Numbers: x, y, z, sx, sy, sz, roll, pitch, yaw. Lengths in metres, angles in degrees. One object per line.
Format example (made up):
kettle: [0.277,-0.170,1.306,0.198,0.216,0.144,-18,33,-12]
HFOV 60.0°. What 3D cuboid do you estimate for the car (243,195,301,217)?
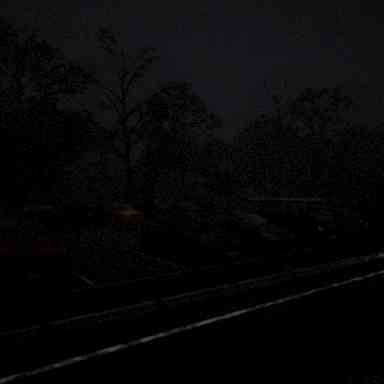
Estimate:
car: [8.068,1.332,34.025,2.435,2.045,5.566,1,-1,-35]

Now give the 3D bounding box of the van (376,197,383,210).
van: [30.642,1.751,50.292,1.878,1.987,4.442,1,-1,-35]

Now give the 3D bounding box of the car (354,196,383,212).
car: [26.215,1.647,46.959,2.435,2.045,5.566,1,-1,-35]

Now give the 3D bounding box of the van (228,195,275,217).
van: [5.727,1.318,32.535,1.878,1.987,4.442,1,-1,-35]

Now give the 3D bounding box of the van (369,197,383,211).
van: [28.521,1.712,48.494,1.878,1.987,4.442,1,-1,-35]

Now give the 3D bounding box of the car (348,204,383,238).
car: [6.596,1.486,16.984,2.163,1.488,4.792,0,0,-35]

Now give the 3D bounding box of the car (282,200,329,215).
car: [12.663,1.703,37.332,2.002,1.452,4.674,1,-1,-35]

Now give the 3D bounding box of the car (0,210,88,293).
car: [-4.699,1.483,8.905,2.097,1.535,5.008,0,0,-35]

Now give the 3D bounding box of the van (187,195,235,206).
van: [1.345,1.239,29.125,1.878,1.987,4.442,0,0,-35]

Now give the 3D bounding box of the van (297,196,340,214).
van: [14.750,1.475,38.965,1.878,1.987,4.442,1,-1,-35]

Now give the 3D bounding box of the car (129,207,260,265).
car: [-0.158,1.502,12.098,2.163,1.488,4.792,0,0,-36]

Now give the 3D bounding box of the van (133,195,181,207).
van: [-3.045,1.234,25.995,1.878,1.987,4.442,0,0,-35]

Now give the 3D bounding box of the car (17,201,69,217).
car: [-9.876,1.477,21.263,2.231,1.521,4.892,0,0,-35]

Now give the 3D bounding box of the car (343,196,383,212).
car: [23.959,1.608,45.352,2.435,2.045,5.566,1,-1,-35]

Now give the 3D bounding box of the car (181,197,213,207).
car: [-0.860,1.455,27.703,2.097,1.535,5.008,0,0,-35]

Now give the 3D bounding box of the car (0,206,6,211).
car: [-12.132,1.481,19.656,2.097,1.535,5.008,0,0,-35]

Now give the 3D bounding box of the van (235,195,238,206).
van: [3.574,1.280,31.000,1.878,1.987,4.442,1,-1,-35]

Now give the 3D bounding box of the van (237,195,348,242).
van: [4.414,1.236,15.250,1.878,1.987,4.442,0,0,-35]

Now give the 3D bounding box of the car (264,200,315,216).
car: [10.409,1.624,35.721,2.097,1.535,5.008,1,-1,-35]

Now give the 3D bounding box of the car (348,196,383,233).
car: [8.839,1.215,18.582,2.435,2.045,5.566,1,-1,-35]

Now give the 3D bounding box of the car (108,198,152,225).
car: [-5.260,1.463,24.334,1.946,1.575,5.366,0,0,-36]

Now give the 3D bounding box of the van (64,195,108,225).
van: [-7.692,1.245,22.971,1.878,1.987,4.442,0,0,-35]

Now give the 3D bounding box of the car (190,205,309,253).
car: [2.085,1.507,13.737,2.002,1.452,4.674,0,0,-35]
